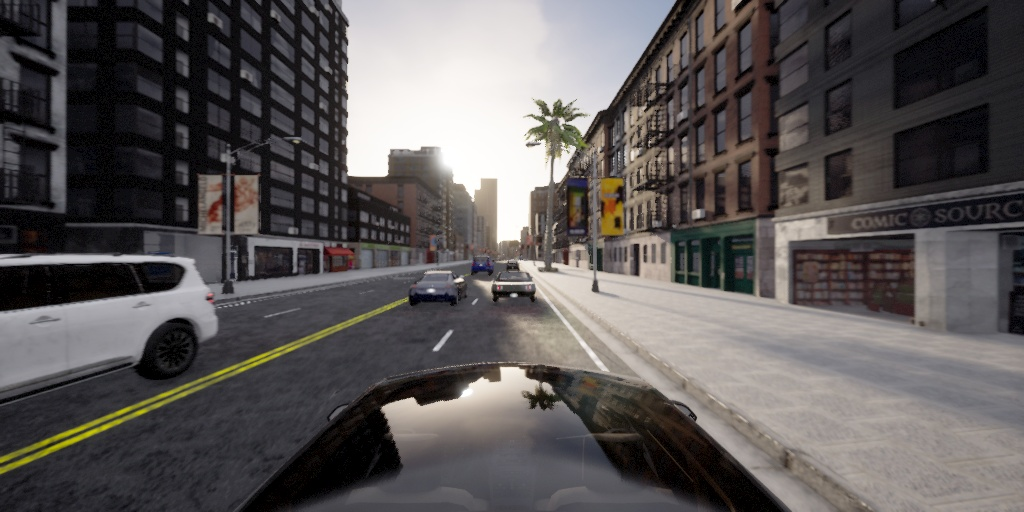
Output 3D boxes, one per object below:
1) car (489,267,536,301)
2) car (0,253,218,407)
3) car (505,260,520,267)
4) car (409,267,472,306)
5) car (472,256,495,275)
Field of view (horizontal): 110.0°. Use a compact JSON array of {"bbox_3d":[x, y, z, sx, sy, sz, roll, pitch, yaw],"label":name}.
[{"bbox_3d":[0.094,1.367,17.266,1.895,1.301,4.718,0,0,0],"label":"car"},{"bbox_3d":[-6.590,0.975,4.378,2.150,2.045,5.566,0,0,0],"label":"car"},{"bbox_3d":[0.095,1.313,50.554,1.837,1.490,4.892,0,0,0],"label":"car"},{"bbox_3d":[-3.151,1.329,15.984,1.994,1.385,4.181,0,0,0],"label":"car"},{"bbox_3d":[-3.154,1.016,39.336,2.150,2.045,5.566,0,0,0],"label":"car"}]
